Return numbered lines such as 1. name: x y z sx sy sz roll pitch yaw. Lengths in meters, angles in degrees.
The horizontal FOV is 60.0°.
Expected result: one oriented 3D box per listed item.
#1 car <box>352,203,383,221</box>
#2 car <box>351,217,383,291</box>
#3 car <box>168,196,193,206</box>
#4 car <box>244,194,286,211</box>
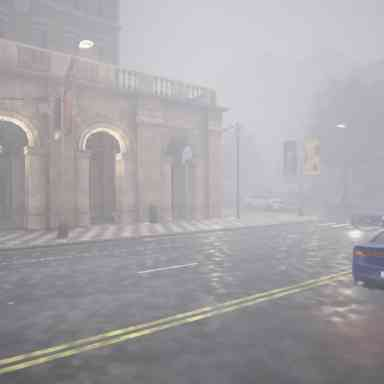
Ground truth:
1. car: 12.047 1.478 22.267 1.882 1.535 5.008 1 1 33
2. car: 5.803 1.478 7.996 5.008 1.535 1.882 0 0 -37
3. car: -1.990 1.504 56.442 1.837 1.490 4.892 0 0 -36
4. car: 8.963 1.221 41.192 2.150 2.045 5.566 0 0 -36
